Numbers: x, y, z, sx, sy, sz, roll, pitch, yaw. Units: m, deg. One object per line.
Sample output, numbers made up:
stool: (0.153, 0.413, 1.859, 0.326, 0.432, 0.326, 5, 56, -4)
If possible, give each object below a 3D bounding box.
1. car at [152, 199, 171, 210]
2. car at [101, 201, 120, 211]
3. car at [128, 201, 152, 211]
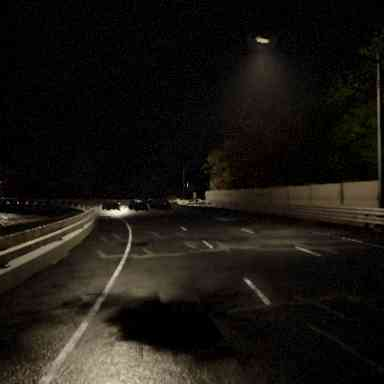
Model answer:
car: (-4.881, 1.805, 50.164, 2.097, 1.767, 4.553, 0, -1, -26)
car: (-11.803, 2.031, 48.386, 1.812, 1.442, 4.674, 0, 0, -27)
car: (-7.880, 2.032, 48.348, 1.994, 1.385, 4.181, 0, 0, -26)
